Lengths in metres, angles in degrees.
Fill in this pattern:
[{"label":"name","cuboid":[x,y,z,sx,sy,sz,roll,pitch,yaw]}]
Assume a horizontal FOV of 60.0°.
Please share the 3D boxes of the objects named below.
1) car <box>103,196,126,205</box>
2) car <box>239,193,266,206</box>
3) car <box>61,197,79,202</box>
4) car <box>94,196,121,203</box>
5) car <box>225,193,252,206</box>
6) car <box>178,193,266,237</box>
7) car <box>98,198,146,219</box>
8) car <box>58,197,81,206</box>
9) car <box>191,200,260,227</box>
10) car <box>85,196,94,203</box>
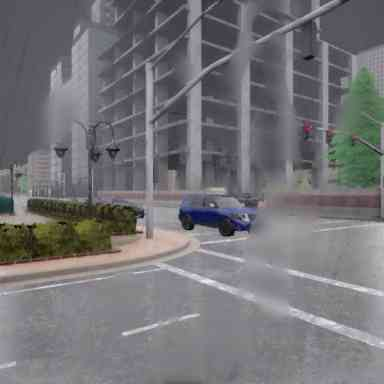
[{"label":"car","cuboid":[-13.257,1.436,56.578,2.128,1.511,4.902,0,0,-36]},{"label":"car","cuboid":[9.485,1.114,52.365,1.905,1.878,3.866,0,0,-36]},{"label":"car","cuboid":[-15.320,1.470,41.240,1.812,1.442,4.674,0,0,-36]},{"label":"car","cuboid":[-9.270,1.492,38.844,2.033,1.411,5.357,0,0,-36]},{"label":"car","cuboid":[7.095,1.114,50.650,1.905,1.878,3.866,0,0,-36]},{"label":"car","cuboid":[1.423,1.161,18.165,2.150,2.045,5.566,0,1,-36]},{"label":"car","cuboid":[-5.681,1.492,27.942,2.033,1.411,5.357,0,0,-36]},{"label":"car","cuboid":[-19.625,1.492,53.235,2.033,1.411,5.357,0,0,-36]},{"label":"car","cuboid":[2.171,1.422,23.135,1.882,1.535,5.008,0,0,-36]},{"label":"car","cuboid":[-19.444,1.436,65.103,2.128,1.511,4.902,0,0,-36]}]
